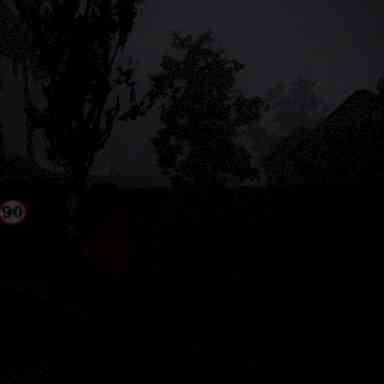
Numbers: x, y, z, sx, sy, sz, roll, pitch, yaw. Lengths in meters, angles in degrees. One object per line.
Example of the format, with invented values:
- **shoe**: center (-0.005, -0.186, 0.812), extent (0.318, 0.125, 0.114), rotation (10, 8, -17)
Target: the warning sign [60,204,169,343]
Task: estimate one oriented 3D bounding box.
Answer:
- **warning sign**: center (-1.226, 1.156, 5.412), extent (1.060, 1.860, 1.300), rotation (-1, 0, 36)
